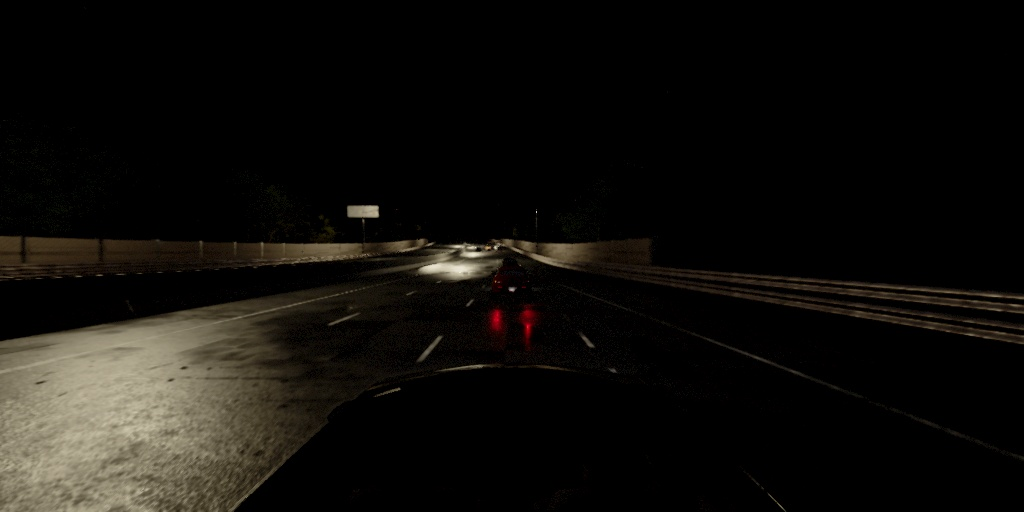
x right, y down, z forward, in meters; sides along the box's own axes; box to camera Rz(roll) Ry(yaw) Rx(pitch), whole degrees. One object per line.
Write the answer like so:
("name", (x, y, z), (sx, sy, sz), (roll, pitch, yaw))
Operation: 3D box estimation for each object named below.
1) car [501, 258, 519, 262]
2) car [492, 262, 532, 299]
("car", (-0.219, 0.975, 41.397), (1.812, 1.442, 4.674), (0, 1, -1))
("car", (-0.006, 1.220, 17.596), (1.812, 1.442, 4.674), (0, 0, 0))
